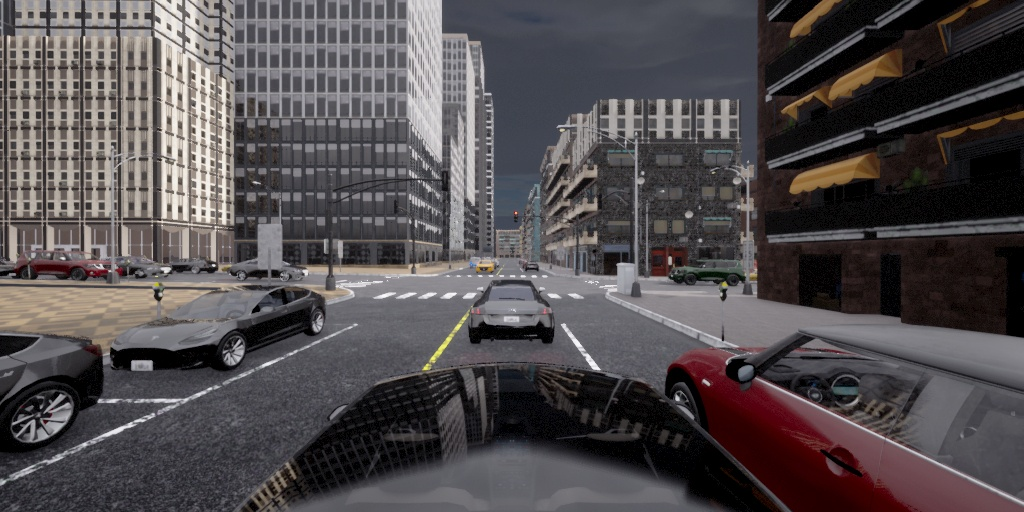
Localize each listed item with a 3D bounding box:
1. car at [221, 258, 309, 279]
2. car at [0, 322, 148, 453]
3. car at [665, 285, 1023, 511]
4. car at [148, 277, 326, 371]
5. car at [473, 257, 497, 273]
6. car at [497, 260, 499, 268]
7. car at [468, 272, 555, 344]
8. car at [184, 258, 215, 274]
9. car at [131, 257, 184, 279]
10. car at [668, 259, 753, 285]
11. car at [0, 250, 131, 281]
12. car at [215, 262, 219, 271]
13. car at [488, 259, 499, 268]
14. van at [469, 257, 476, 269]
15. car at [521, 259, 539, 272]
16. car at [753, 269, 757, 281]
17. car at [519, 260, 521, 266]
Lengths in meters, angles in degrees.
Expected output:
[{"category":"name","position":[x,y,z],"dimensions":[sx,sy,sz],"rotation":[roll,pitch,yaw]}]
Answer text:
[{"category":"car","position":[-16.791,0.959,24.954],"dimensions":[4.902,1.511,2.128],"rotation":[1,0,-1]},{"category":"car","position":[-5.688,1.316,2.455],"dimensions":[1.948,1.339,4.313],"rotation":[0,0,0]},{"category":"car","position":[2.692,1.190,2.479],"dimensions":[1.967,1.591,4.097],"rotation":[0,0,0]},{"category":"car","position":[-5.703,1.315,7.701],"dimensions":[1.948,1.339,4.313],"rotation":[0,0,0]},{"category":"car","position":[-3.213,1.230,43.357],"dimensions":[1.882,1.535,5.008],"rotation":[0,0,0]},{"category":"car","position":[-3.237,1.246,53.428],"dimensions":[2.128,1.511,4.902],"rotation":[0,0,0]},{"category":"car","position":[-0.017,1.313,9.634],"dimensions":[1.994,1.385,4.181],"rotation":[0,0,0]},{"category":"car","position":[-27.566,0.815,30.589],"dimensions":[4.313,1.339,1.948],"rotation":[0,0,-1]},{"category":"car","position":[-26.364,0.779,24.816],"dimensions":[4.902,1.511,2.128],"rotation":[1,0,-1]},{"category":"car","position":[15.509,1.289,28.602],"dimensions":[5.566,2.045,2.150],"rotation":[1,0,-1]},{"category":"car","position":[-27.440,0.590,22.208],"dimensions":[5.009,1.841,2.192],"rotation":[0,0,-1]},{"category":"car","position":[-22.122,0.879,30.753],"dimensions":[4.829,1.417,1.751],"rotation":[0,0,-1]},{"category":"car","position":[-3.230,1.283,63.595],"dimensions":[1.812,1.442,4.674],"rotation":[0,0,0]},{"category":"van","position":[-5.843,1.096,57.312],"dimensions":[1.690,1.789,3.998],"rotation":[0,0,0]},{"category":"car","position":[2.566,1.319,47.369],"dimensions":[1.948,1.339,4.313],"rotation":[0,0,0]},{"category":"car","position":[21.286,1.697,31.278],"dimensions":[4.829,1.417,1.751],"rotation":[0,0,-1]},{"category":"car","position":[2.538,1.300,57.336],"dimensions":[1.888,1.381,4.507],"rotation":[0,0,0]}]
